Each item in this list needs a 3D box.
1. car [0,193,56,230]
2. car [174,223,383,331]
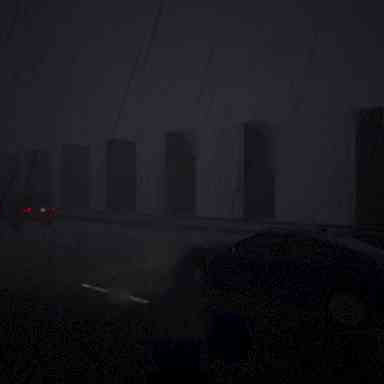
[{"bbox_3d":[-10.423,1.043,19.817,5.566,2.045,2.150,1,0,34],"label":"car"},{"bbox_3d":[1.882,1.459,6.951,5.008,1.535,1.882,1,0,36],"label":"car"}]
